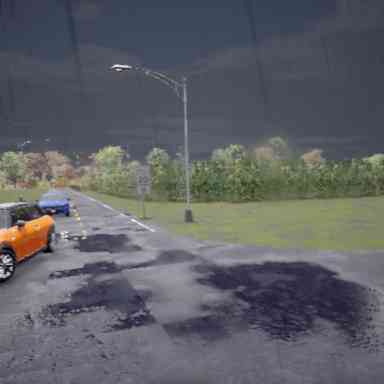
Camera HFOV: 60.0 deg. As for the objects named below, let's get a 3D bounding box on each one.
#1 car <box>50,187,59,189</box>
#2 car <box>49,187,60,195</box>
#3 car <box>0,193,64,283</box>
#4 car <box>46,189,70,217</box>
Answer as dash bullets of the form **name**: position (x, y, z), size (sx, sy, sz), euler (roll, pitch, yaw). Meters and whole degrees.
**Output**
- **car**: position (-16.498, 0.357, 40.137), size (1.812, 1.442, 4.674), euler (-3, 3, -22)
- **car**: position (-26.008, -0.204, 62.966), size (1.895, 1.301, 4.718), euler (-3, 3, -23)
- **car**: position (-5.323, 1.132, 8.827), size (2.097, 1.767, 4.553), euler (-2, 2, -3)
- **car**: position (-9.347, 0.820, 22.479), size (1.882, 1.535, 5.008), euler (-3, 2, -22)
